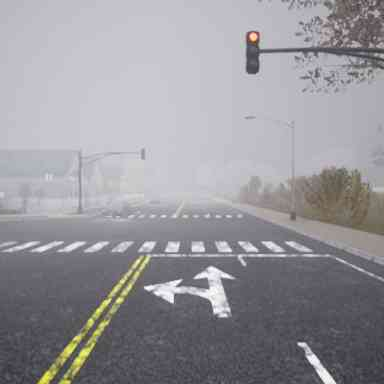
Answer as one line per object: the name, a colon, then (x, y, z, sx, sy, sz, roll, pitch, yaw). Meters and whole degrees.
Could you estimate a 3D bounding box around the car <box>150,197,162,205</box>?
car: (-6.465, 1.525, 60.336, 2.033, 1.411, 5.357, 0, 0, 0)

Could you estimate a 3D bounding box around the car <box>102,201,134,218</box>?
car: (-6.677, 1.570, 30.479, 1.812, 1.442, 4.674, 0, 1, 6)
